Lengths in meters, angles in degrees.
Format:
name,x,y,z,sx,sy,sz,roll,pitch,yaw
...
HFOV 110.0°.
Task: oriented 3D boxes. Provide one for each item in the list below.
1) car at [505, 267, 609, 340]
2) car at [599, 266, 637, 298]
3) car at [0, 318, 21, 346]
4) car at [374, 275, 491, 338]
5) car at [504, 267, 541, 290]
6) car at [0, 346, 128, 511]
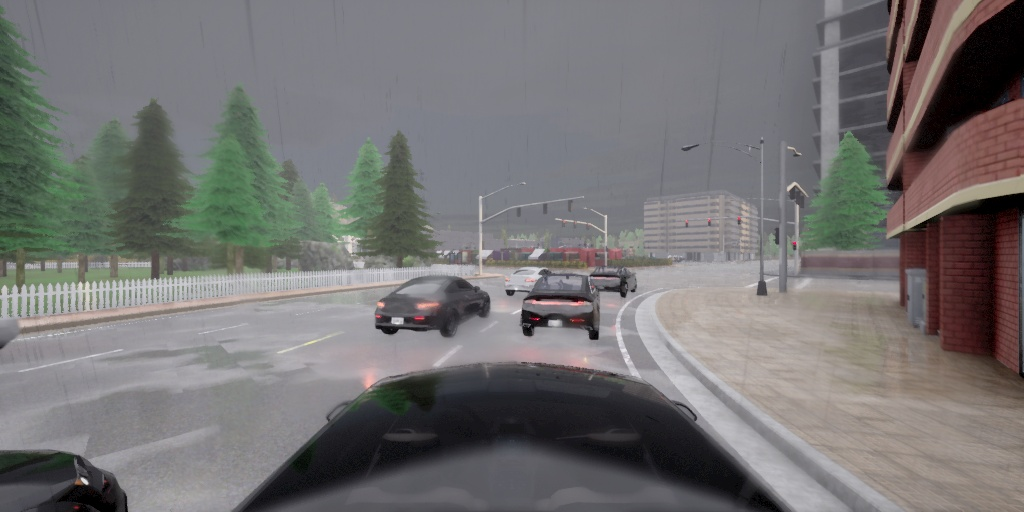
name,x,y,z,sx,sy,sz,roll,pitch,yaw
car,1.530,1.242,10.094,2.128,1.511,4.902,0,0,14
car,5.285,1.242,18.723,2.128,1.511,4.902,0,0,28
car,-10.310,1.351,4.475,1.895,1.301,4.718,0,0,6
car,-2.017,1.276,10.215,1.812,1.442,4.674,0,0,13
car,1.208,1.276,18.723,1.812,1.442,4.674,0,0,26
car,-3.170,1.314,0.306,1.994,1.385,4.181,0,0,-3
